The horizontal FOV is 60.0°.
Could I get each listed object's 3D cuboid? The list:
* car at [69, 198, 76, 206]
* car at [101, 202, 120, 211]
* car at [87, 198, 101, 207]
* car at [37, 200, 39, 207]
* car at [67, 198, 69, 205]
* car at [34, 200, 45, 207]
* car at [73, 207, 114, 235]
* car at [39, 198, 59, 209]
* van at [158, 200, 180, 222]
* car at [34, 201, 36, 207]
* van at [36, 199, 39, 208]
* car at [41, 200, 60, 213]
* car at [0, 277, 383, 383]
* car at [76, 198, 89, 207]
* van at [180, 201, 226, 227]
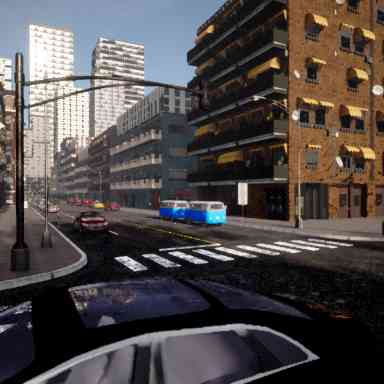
[{"bbox_3d":[-27.407,2.351,79.700,2.192,1.841,5.009,-1,0,-27],"label":"car"},{"bbox_3d":[-11.950,2.188,49.852,1.802,1.307,4.206,-1,0,-27],"label":"car"},{"bbox_3d":[-17.179,2.277,59.953,1.752,1.417,4.829,-1,0,-27],"label":"car"},{"bbox_3d":[-24.526,2.333,55.989,2.008,1.369,4.403,-1,0,-27],"label":"car"},{"bbox_3d":[-32.557,2.495,89.650,2.192,1.841,5.009,-1,0,-27],"label":"car"},{"bbox_3d":[-34.863,2.620,75.869,2.008,1.369,4.403,-1,0,-27],"label":"car"},{"bbox_3d":[-6.499,1.864,21.167,1.802,1.307,4.206,-1,0,-27],"label":"car"},{"bbox_3d":[-21.954,2.151,51.015,1.967,1.590,4.097,-1,0,-27],"label":"car"},{"bbox_3d":[-1.653,1.662,29.955,1.690,1.788,3.998,-1,0,-27],"label":"van"},{"bbox_3d":[-32.278,2.313,70.903,2.192,1.841,5.009,-1,0,-27],"label":"car"},{"bbox_3d":[-27.106,2.195,60.964,1.690,1.788,3.998,-1,0,-27],"label":"van"},{"bbox_3d":[-19.376,2.221,46.040,1.802,1.307,4.206,-1,0,-27],"label":"car"},{"bbox_3d":[-0.758,1.505,2.364,4.902,1.511,2.128,1,-1,-27],"label":"car"},{"bbox_3d":[-22.256,2.208,69.751,2.192,1.841,5.009,-1,0,-27],"label":"car"},{"bbox_3d":[0.922,1.590,24.979,1.690,1.788,3.998,-1,0,-27],"label":"van"}]
